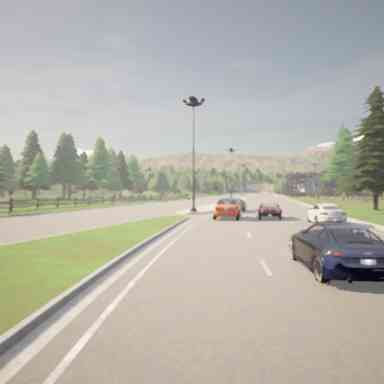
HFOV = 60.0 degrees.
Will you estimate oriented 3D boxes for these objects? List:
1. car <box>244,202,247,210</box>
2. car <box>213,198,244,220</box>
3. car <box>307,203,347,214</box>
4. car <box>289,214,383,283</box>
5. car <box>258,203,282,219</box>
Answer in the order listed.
[{"bbox_3d":[5.273,1.489,38.694,2.033,1.411,5.357,0,0,13],"label":"car"},{"bbox_3d":[3.045,1.308,28.104,2.097,1.767,4.553,0,0,10],"label":"car"},{"bbox_3d":[9.123,1.502,22.674,1.812,1.442,4.674,0,0,8],"label":"car"},{"bbox_3d":[4.143,1.554,9.534,1.994,1.385,4.181,0,0,4],"label":"car"},{"bbox_3d":[6.662,1.562,28.692,1.895,1.301,4.718,0,0,11],"label":"car"}]
